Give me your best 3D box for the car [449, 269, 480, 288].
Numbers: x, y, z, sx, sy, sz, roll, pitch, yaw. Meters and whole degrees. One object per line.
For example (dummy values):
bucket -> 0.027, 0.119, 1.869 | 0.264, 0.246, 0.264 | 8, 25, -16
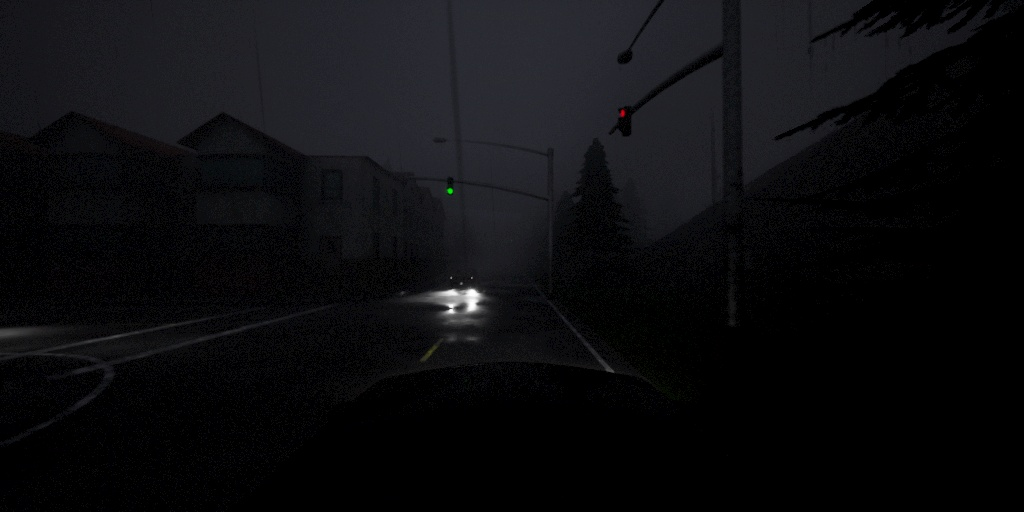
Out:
car -> -3.502, 1.626, 27.037 | 1.895, 1.301, 4.718 | 0, -1, 0
